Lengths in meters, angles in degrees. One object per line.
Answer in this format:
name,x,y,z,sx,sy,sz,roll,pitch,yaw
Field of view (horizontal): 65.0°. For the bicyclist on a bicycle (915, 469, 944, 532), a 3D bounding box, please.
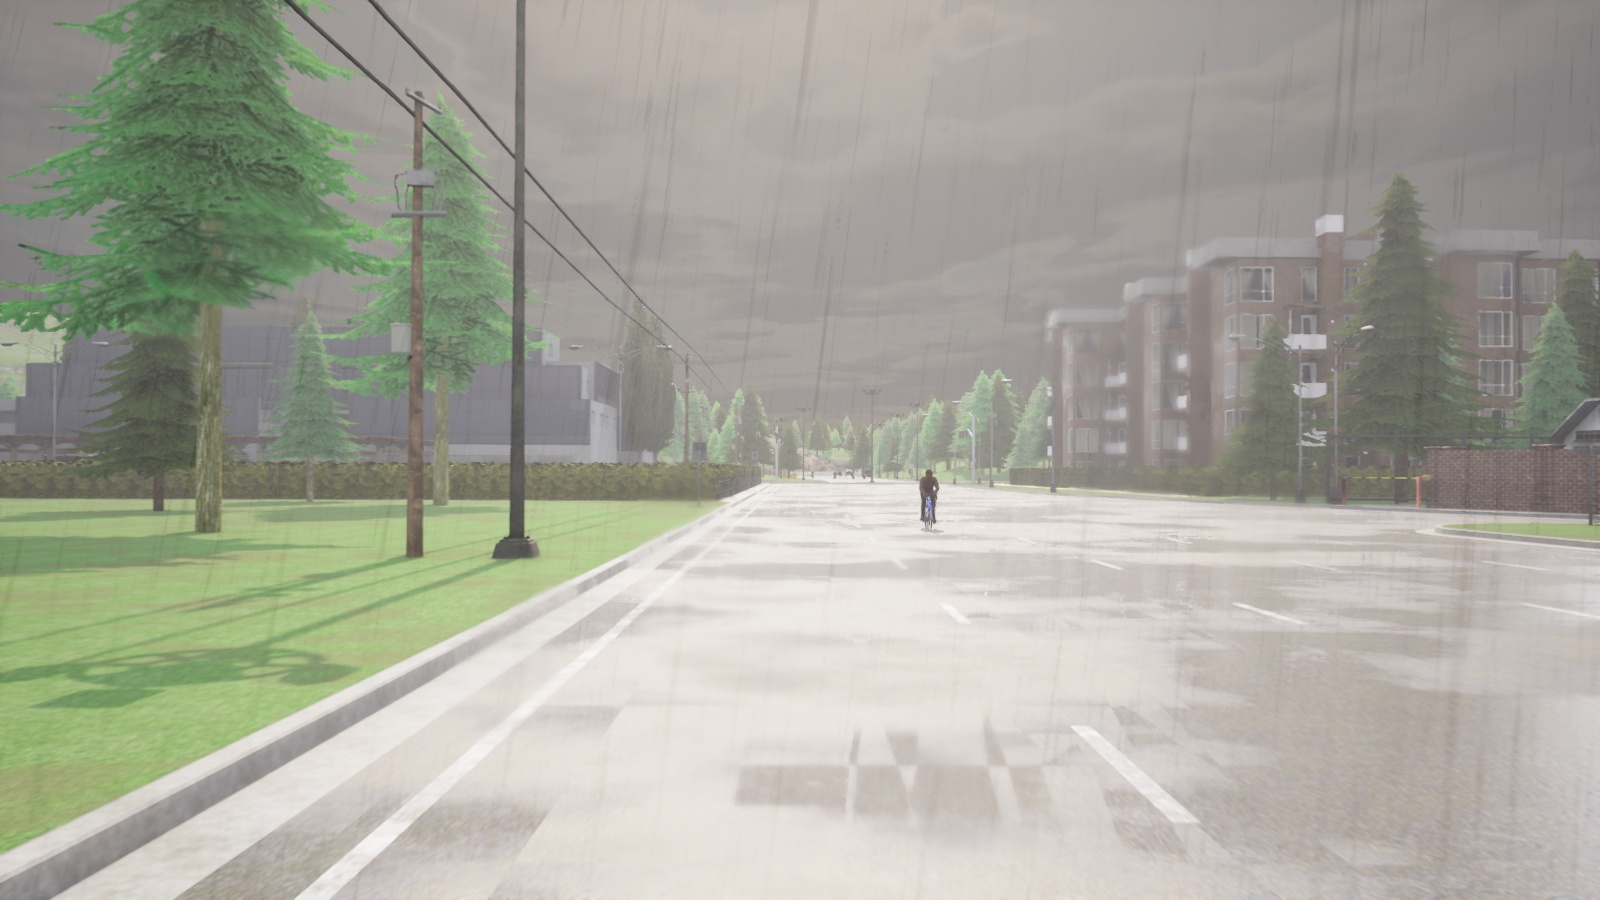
bicyclist on a bicycle,3.420,1.311,33.263,0.582,1.620,1.656,0,-1,0
